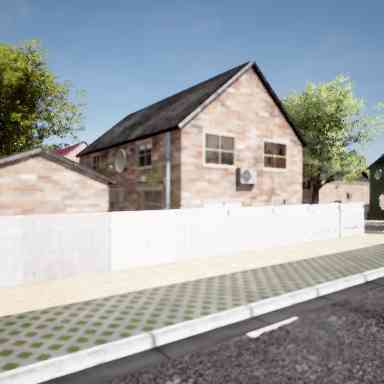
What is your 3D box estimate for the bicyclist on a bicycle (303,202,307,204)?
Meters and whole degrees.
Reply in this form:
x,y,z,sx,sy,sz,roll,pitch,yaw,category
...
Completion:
x,y,z,sx,sy,sz,roll,pitch,yaw,category
11.383,1.780,33.264,1.656,1.620,0.582,-3,1,-35,bicyclist on a bicycle
